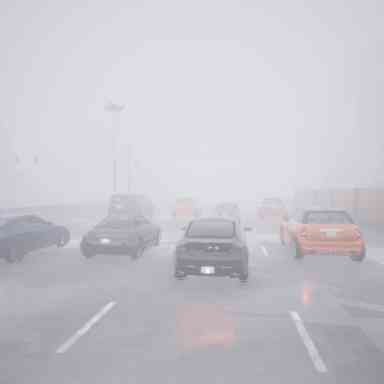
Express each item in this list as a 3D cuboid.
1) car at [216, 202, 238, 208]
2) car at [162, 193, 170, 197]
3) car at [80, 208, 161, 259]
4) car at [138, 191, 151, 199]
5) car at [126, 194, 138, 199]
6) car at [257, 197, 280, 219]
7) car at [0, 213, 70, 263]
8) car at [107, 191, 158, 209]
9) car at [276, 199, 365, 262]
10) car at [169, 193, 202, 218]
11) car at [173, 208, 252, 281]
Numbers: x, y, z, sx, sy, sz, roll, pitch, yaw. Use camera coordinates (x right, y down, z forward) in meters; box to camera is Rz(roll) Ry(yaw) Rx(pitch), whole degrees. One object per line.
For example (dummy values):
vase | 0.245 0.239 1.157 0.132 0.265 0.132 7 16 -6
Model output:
car | 2.510 1.451 23.793 2.033 1.411 5.357 0 0 8
car | -6.187 1.041 91.333 1.837 1.490 4.892 0 1 8
car | -2.485 1.513 12.536 1.994 1.385 4.181 0 0 8
car | -13.126 0.762 92.262 2.150 2.045 5.566 0 1 8
car | -16.592 1.131 92.747 1.895 1.301 4.718 0 1 8
car | 6.601 1.239 27.877 2.097 1.767 4.553 0 0 8
car | -6.128 1.478 11.706 1.812 1.442 4.674 0 0 8
car | -4.435 1.123 24.672 2.150 2.045 5.566 0 1 8
car | 4.534 1.303 12.231 2.097 1.767 4.553 0 0 8
car | -0.335 1.235 28.827 2.097 1.767 4.553 0 0 8
car | 0.676 1.466 9.808 1.837 1.490 4.892 0 1 8
